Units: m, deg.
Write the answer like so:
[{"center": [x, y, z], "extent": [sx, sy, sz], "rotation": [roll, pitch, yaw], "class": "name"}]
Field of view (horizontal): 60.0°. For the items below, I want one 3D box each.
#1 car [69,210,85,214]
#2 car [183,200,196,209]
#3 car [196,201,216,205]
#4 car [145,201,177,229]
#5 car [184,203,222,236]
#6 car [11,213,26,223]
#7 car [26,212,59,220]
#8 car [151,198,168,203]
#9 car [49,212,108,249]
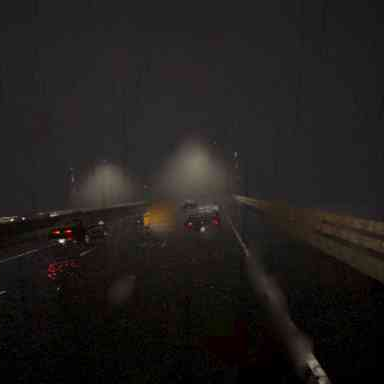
[{"center": [-15.124, 3.145, 43.866], "extent": [1.994, 1.385, 4.181], "rotation": [-5, 0, 5], "class": "car"}, {"center": [-0.300, 1.928, 51.956], "extent": [1.895, 1.301, 4.718], "rotation": [-5, 0, 5], "class": "car"}, {"center": [1.846, 1.628, 35.155], "extent": [1.895, 1.301, 4.718], "rotation": [-5, 0, 5], "class": "car"}, {"center": [-2.342, 1.815, 25.530], "extent": [1.882, 1.535, 5.008], "rotation": [-5, 0, 4], "class": "car"}, {"center": [0.723, 1.633, 19.208], "extent": [1.895, 1.301, 4.718], "rotation": [-5, 0, 4], "class": "car"}, {"center": [-22.090, 3.550, 44.439], "extent": [2.097, 1.767, 4.553], "rotation": [-5, 0, 5], "class": "car"}, {"center": [-18.690, 3.438, 43.196], "extent": [2.033, 1.411, 5.357], "rotation": [-5, 0, 5], "class": "car"}, {"center": [-4.320, 1.862, 46.069], "extent": [2.150, 2.045, 5.566], "rotation": [-5, 0, 5], "class": "car"}, {"center": [-6.286, 2.153, 18.839], "extent": [1.837, 1.490, 4.892], "rotation": [-5, 0, 4], "class": "car"}]
